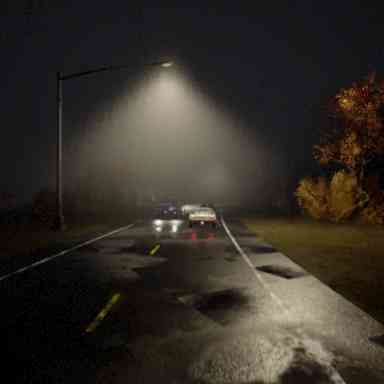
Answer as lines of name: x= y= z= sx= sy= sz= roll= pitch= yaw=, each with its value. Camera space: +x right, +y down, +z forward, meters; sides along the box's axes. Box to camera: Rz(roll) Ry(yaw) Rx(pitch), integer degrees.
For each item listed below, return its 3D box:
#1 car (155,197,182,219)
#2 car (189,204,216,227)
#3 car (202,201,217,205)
car: x=-2.279 y=1.554 z=33.932 sx=2.150 sy=2.045 sz=5.566 roll=0 pitch=-1 yaw=5
car: x=0.822 y=1.847 z=24.957 sx=1.895 sy=1.301 sz=4.718 roll=0 pitch=-1 yaw=3
car: x=2.016 y=1.899 z=41.886 sx=2.128 sy=1.511 sz=4.902 roll=0 pitch=-1 yaw=5
